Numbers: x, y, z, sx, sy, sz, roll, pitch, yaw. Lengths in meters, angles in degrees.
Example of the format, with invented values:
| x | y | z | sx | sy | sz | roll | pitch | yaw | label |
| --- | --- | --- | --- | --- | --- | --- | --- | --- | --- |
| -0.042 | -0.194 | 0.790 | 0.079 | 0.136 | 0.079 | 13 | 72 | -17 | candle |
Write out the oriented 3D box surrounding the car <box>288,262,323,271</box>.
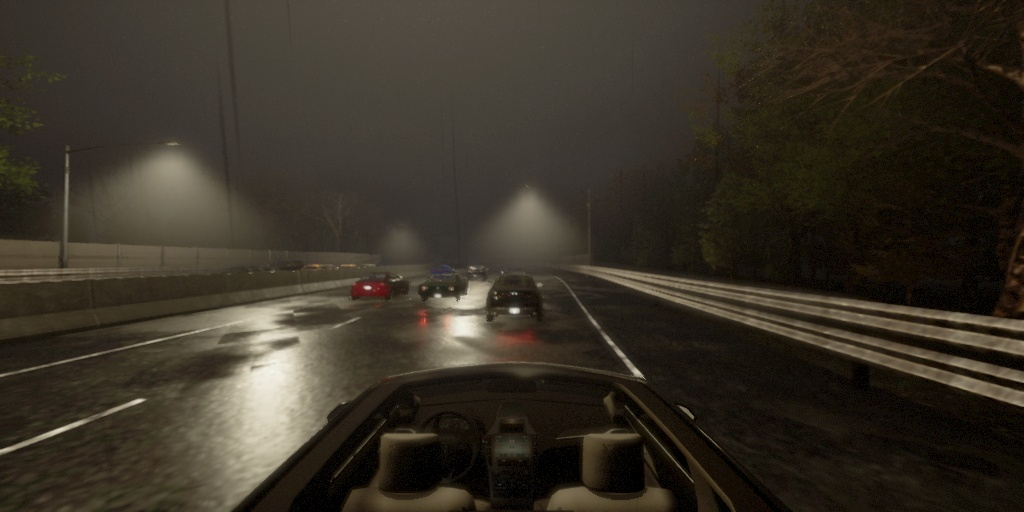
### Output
| x | y | z | sx | sy | sz | roll | pitch | yaw | label |
| --- | --- | --- | --- | --- | --- | --- | --- | --- | --- |
| -21.080 | 1.700 | 38.121 | 1.882 | 1.535 | 5.008 | 0 | -1 | 0 | car |

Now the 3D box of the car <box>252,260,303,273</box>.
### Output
| x | y | z | sx | sy | sz | roll | pitch | yaw | label |
| --- | --- | --- | --- | --- | --- | --- | --- | --- | --- |
| -24.581 | 1.449 | 38.589 | 2.150 | 2.045 | 5.566 | 0 | -1 | 0 | car |

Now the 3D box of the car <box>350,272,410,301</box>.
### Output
| x | y | z | sx | sy | sz | roll | pitch | yaw | label |
| --- | --- | --- | --- | --- | --- | --- | --- | --- | --- |
| -6.897 | 1.536 | 19.189 | 1.994 | 1.385 | 4.181 | 0 | -1 | 0 | car |

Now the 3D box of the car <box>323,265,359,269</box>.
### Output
| x | y | z | sx | sy | sz | roll | pitch | yaw | label |
| --- | --- | --- | --- | --- | --- | --- | --- | --- | --- |
| -17.582 | 1.700 | 38.157 | 1.882 | 1.535 | 5.008 | 0 | -1 | 0 | car |

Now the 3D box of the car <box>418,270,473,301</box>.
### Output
| x | y | z | sx | sy | sz | roll | pitch | yaw | label |
| --- | --- | --- | --- | --- | --- | --- | --- | --- | --- |
| -3.396 | 1.568 | 18.762 | 1.895 | 1.301 | 4.718 | 0 | -1 | 0 | car |

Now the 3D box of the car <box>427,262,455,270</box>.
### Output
| x | y | z | sx | sy | sz | roll | pitch | yaw | label |
| --- | --- | --- | --- | --- | --- | --- | --- | --- | --- |
| -6.890 | 1.671 | 35.950 | 1.882 | 1.535 | 5.008 | 0 | -1 | 0 | car |

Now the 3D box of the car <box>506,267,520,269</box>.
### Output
| x | y | z | sx | sy | sz | roll | pitch | yaw | label |
| --- | --- | --- | --- | --- | --- | --- | --- | --- | --- |
| 0.106 | 1.673 | 30.857 | 2.033 | 1.411 | 5.357 | 0 | -1 | 0 | car |

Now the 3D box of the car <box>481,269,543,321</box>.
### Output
| x | y | z | sx | sy | sz | roll | pitch | yaw | label |
| --- | --- | --- | --- | --- | --- | --- | --- | --- | --- |
| 0.090 | 1.401 | 13.144 | 1.837 | 1.490 | 4.892 | 0 | 0 | 0 | car |

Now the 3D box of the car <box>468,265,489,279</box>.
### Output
| x | y | z | sx | sy | sz | roll | pitch | yaw | label |
| --- | --- | --- | --- | --- | --- | --- | --- | --- | --- |
| -3.390 | 1.682 | 35.689 | 2.128 | 1.511 | 4.902 | 0 | -1 | 0 | car |

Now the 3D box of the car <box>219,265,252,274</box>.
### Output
| x | y | z | sx | sy | sz | roll | pitch | yaw | label |
| --- | --- | --- | --- | --- | --- | --- | --- | --- | --- |
| -27.914 | 1.714 | 37.156 | 1.837 | 1.490 | 4.892 | 0 | -1 | -1 | car |
